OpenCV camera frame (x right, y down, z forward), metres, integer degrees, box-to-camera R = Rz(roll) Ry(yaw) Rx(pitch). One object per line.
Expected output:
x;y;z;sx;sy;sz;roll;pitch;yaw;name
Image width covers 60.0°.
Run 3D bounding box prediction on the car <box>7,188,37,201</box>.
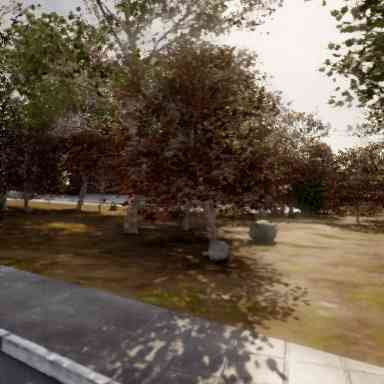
-19.332;0.210;36.363;1.812;1.442;4.674;4;-2;36;car
